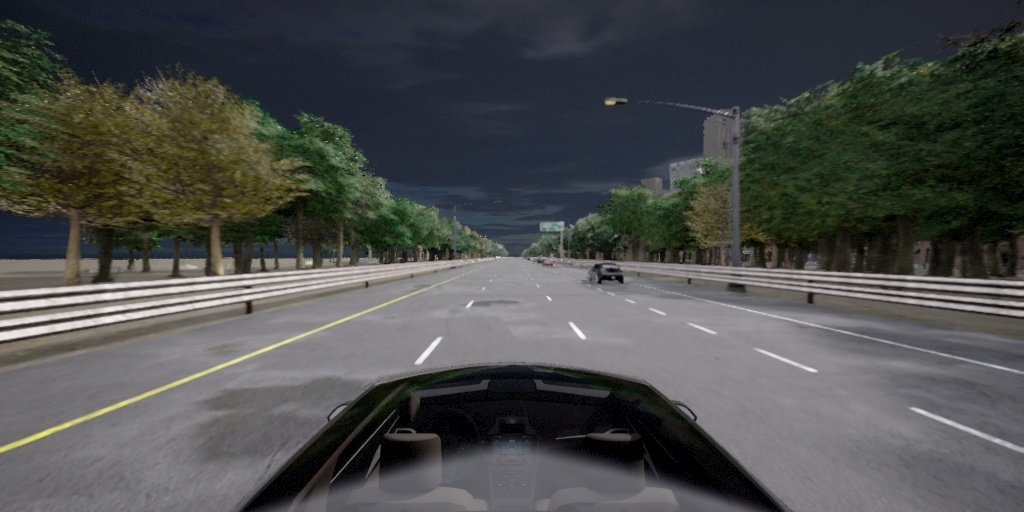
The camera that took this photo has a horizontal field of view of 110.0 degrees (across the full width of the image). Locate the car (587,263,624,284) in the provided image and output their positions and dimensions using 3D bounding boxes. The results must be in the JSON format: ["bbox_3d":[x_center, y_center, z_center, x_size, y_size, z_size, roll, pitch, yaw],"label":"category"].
[{"bbox_3d":[7.022,1.279,27.244,1.837,1.490,4.892,0,0,0],"label":"car"}]
